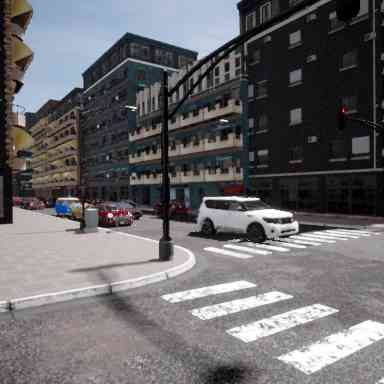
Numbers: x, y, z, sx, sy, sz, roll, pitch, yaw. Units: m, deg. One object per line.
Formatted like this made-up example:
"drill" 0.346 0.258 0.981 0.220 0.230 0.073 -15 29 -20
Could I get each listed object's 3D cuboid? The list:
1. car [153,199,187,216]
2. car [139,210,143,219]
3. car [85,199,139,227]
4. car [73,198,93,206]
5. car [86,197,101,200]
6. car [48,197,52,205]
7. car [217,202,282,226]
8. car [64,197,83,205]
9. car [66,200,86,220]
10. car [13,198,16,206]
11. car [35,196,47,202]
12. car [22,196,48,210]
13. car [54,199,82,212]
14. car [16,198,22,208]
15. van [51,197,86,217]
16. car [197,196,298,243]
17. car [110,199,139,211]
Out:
"car" -2.239 1.441 33.321 1.967 1.590 4.097 -1 1 -36
"car" -6.215 1.632 28.931 2.033 1.411 5.357 -1 1 -36
"car" -5.836 1.553 23.946 1.967 1.590 4.097 -1 1 -36
"car" -18.336 1.644 55.828 1.947 1.339 4.313 -1 1 -36
"car" -15.118 1.502 51.326 1.967 1.590 4.097 -1 1 -36
"car" -25.361 1.647 61.197 1.837 1.490 4.892 -1 0 -36
"car" 4.102 1.498 24.458 1.752 1.417 4.829 -1 1 -36
"car" -21.556 1.645 60.330 2.008 1.369 4.403 -1 1 -36
"car" -8.955 1.652 28.309 1.752 1.417 4.829 -1 1 -36
"car" -31.591 1.782 59.956 1.887 1.381 4.507 -1 1 -36
"car" -37.655 1.728 82.836 1.887 1.381 4.507 -1 1 -36
"car" -21.934 1.628 46.451 1.967 1.590 4.097 -1 1 -36
"car" -16.014 1.677 42.690 2.033 1.411 5.357 -1 0 -35
"car" -25.152 1.770 50.953 1.947 1.339 4.313 -1 1 -36
"van" -12.276 1.483 32.947 1.690 1.788 3.998 -1 1 -36
"car" 2.583 1.265 16.994 2.150 2.045 5.566 -1 1 -39
"car" -8.677 1.582 42.324 2.008 1.369 4.403 -1 1 -36
